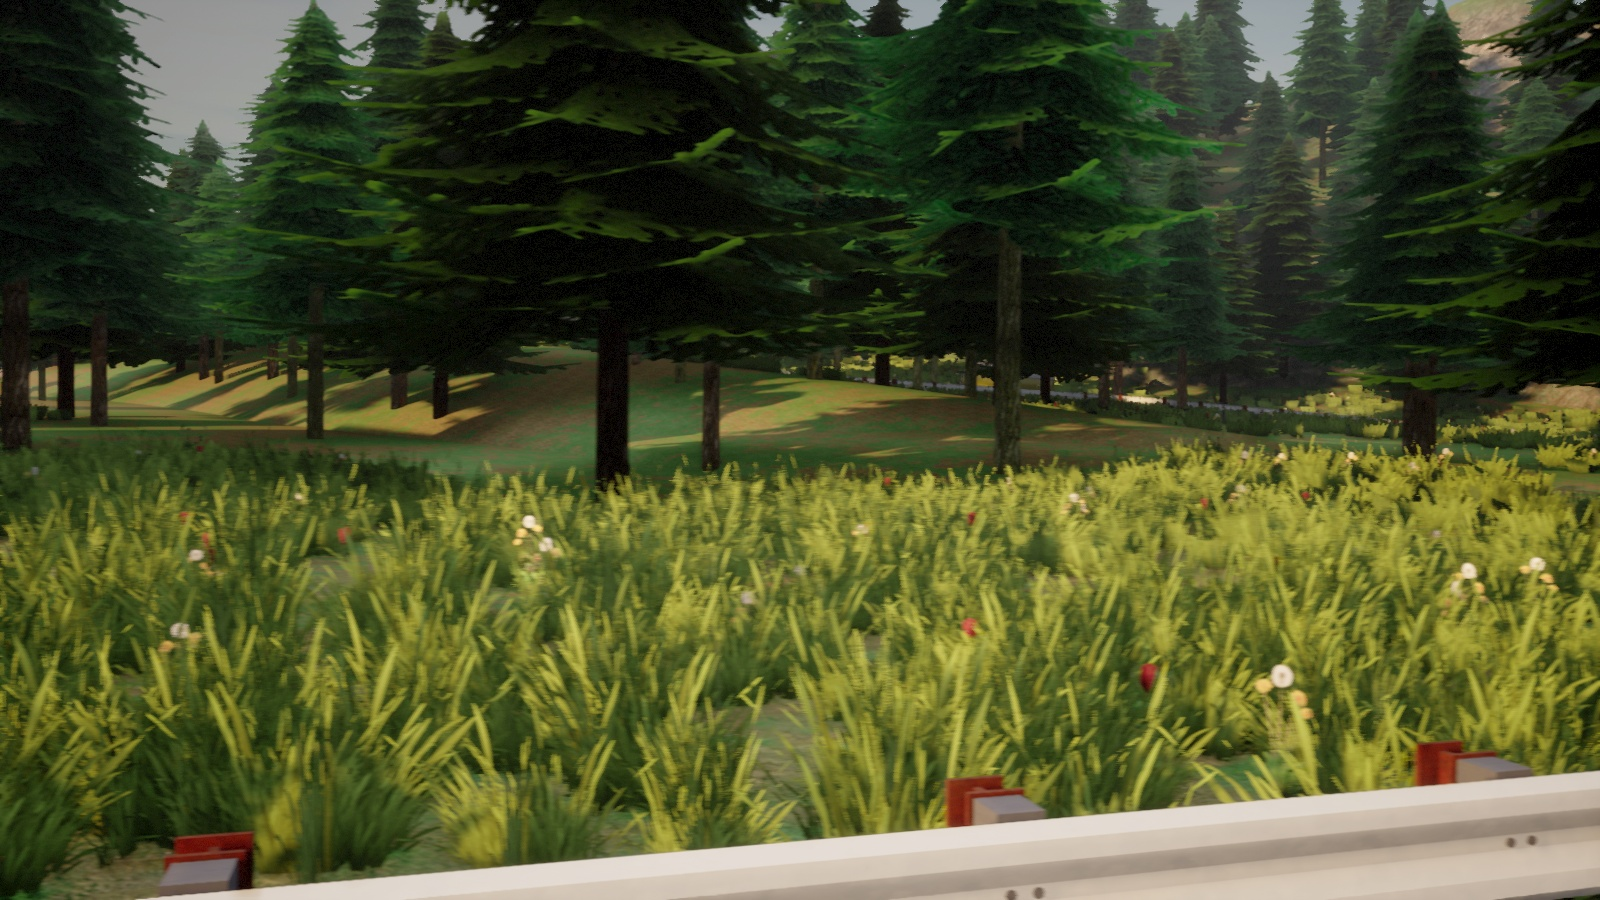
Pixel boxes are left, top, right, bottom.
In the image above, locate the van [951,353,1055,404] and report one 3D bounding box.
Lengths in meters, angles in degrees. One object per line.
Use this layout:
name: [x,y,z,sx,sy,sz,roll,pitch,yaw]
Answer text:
van: [9.305,-3.270,57.430,4.442,1.987,1.775,5,3,14]
